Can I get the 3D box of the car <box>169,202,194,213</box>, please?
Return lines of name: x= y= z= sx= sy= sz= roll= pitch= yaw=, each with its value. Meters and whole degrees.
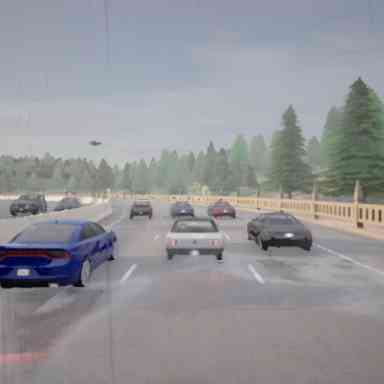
car: x=-0.975 y=1.557 z=29.778 sx=1.994 sy=1.385 sz=4.181 roll=0 pitch=0 yaw=-7

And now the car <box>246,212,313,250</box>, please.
car: x=3.570 y=1.561 z=14.272 sx=1.994 sy=1.385 sz=4.181 roll=0 pitch=0 yaw=0

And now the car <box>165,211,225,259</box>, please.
car: x=0.086 y=1.598 z=12.528 sx=1.895 sy=1.301 sz=4.718 roll=0 pitch=0 yaw=0

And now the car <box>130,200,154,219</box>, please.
car: x=-4.406 y=1.484 z=29.202 sx=2.128 sy=1.511 sz=4.902 roll=0 pitch=0 yaw=-7

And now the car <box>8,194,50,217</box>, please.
car: x=-15.639 y=1.214 z=32.251 sx=2.150 sy=2.045 sz=5.566 roll=0 pitch=0 yaw=-10

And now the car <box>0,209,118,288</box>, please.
car: x=-3.422 y=1.475 z=9.230 sx=1.882 sy=1.535 sz=5.008 roll=0 pitch=0 yaw=0

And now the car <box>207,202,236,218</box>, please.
car: x=2.550 y=1.557 z=29.806 sx=1.994 sy=1.385 sz=4.181 roll=0 pitch=0 yaw=-7
